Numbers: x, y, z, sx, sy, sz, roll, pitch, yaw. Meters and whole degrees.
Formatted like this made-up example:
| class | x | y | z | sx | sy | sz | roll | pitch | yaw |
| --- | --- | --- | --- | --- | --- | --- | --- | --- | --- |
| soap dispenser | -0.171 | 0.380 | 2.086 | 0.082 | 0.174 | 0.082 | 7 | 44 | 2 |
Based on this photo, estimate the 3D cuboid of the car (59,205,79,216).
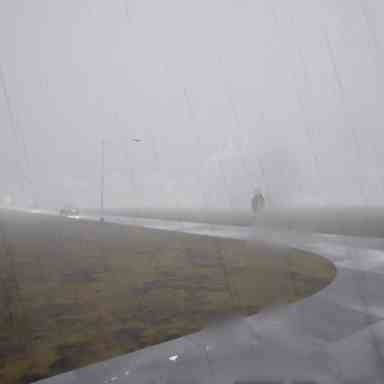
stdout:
| class | x | y | z | sx | sy | sz | roll | pitch | yaw |
| --- | --- | --- | --- | --- | --- | --- | --- | --- | --- |
| car | -18.536 | 2.716 | 50.050 | 2.128 | 1.511 | 4.902 | 1 | -2 | -36 |
